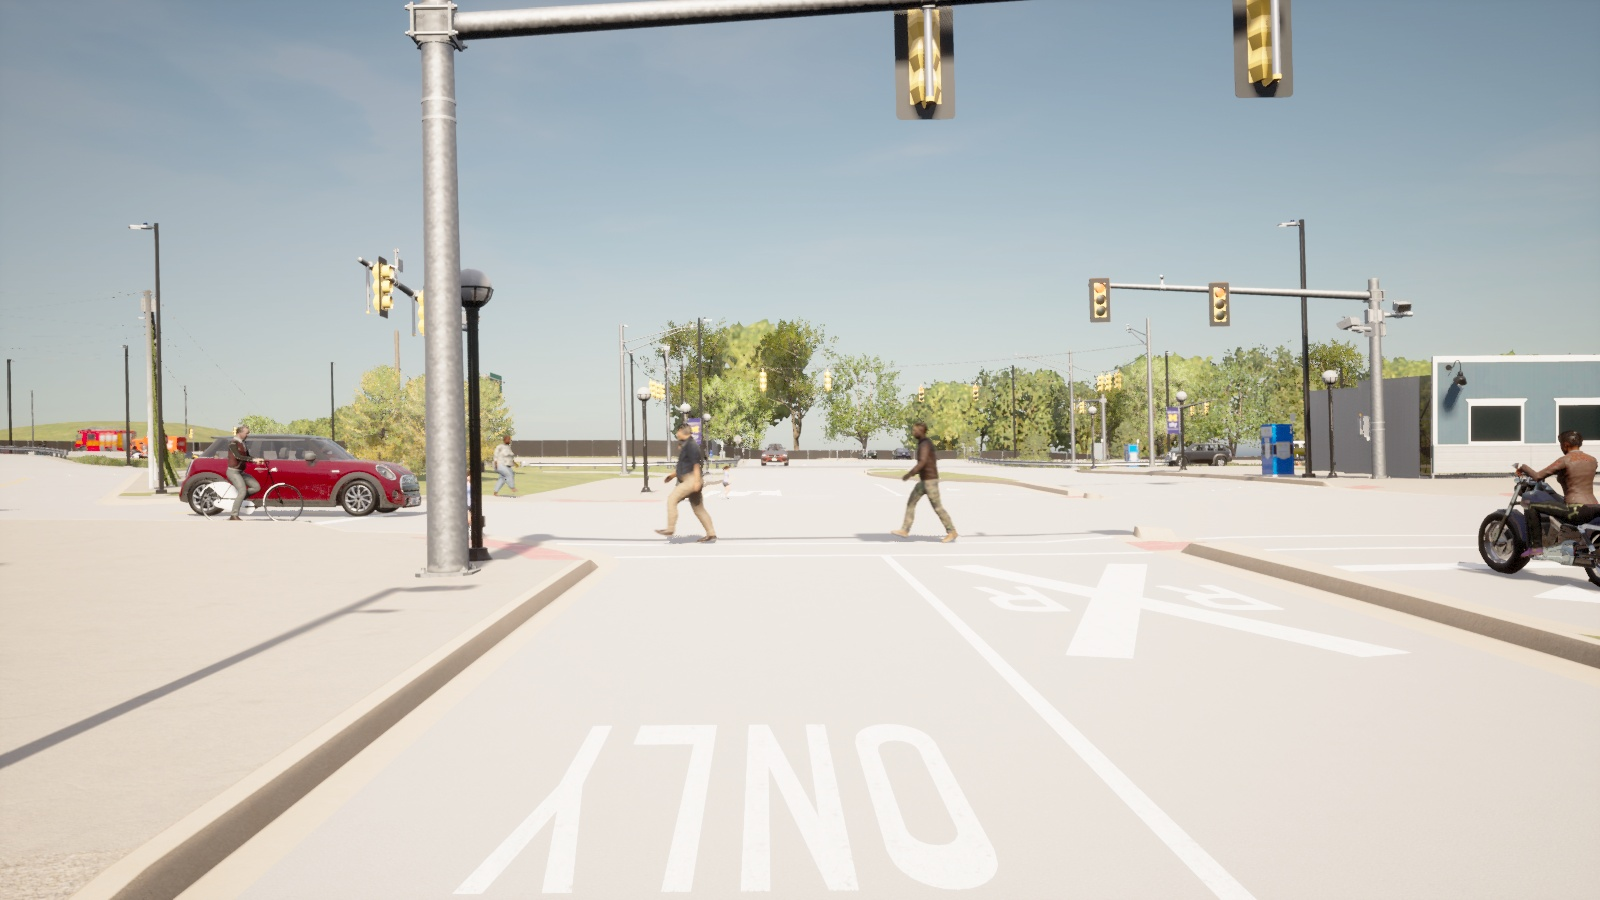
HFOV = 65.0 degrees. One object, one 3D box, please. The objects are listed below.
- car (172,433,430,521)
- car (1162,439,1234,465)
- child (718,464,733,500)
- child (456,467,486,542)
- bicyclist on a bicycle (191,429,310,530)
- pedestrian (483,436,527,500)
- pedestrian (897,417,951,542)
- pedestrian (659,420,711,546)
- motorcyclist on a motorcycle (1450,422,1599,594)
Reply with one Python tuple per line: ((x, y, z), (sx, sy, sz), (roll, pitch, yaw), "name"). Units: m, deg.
((-10.302, 0.550, 26.207), (4.553, 1.767, 2.097), (0, -1, -2), "car")
((28.871, 0.147, 91.226), (4.605, 1.855, 1.932), (-1, -1, -1), "car")
((-2.300, 0.989, 38.853), (0.394, 1.110, 0.255), (-2, -1, -8), "child")
((-4.967, 0.822, 18.955), (0.255, 1.110, 0.394), (-1, -1, -40), "child")
((-9.851, 0.525, 22.564), (1.843, 1.776, 0.659), (0, -1, -2), "bicyclist on a bicycle")
((-8.719, 0.532, 37.102), (0.900, 1.855, 0.874), (-2, -1, 18), "pedestrian")
((1.853, 0.443, 18.852), (0.703, 1.840, 0.431), (-2, -1, 0), "pedestrian")
((-1.715, 0.487, 18.832), (0.694, 1.848, 0.540), (-2, -1, -2), "pedestrian")
((7.965, 0.535, 13.254), (0.766, 1.649, 2.350), (-1, 1, -6), "motorcyclist on a motorcycle")
